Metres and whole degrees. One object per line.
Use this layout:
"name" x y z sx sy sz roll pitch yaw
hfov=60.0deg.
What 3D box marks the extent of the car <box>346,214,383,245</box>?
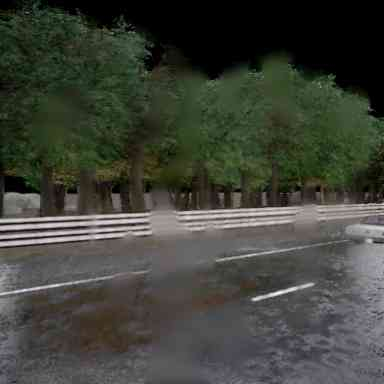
"car" 8.707 1.601 14.251 4.718 1.301 1.895 0 0 -35
